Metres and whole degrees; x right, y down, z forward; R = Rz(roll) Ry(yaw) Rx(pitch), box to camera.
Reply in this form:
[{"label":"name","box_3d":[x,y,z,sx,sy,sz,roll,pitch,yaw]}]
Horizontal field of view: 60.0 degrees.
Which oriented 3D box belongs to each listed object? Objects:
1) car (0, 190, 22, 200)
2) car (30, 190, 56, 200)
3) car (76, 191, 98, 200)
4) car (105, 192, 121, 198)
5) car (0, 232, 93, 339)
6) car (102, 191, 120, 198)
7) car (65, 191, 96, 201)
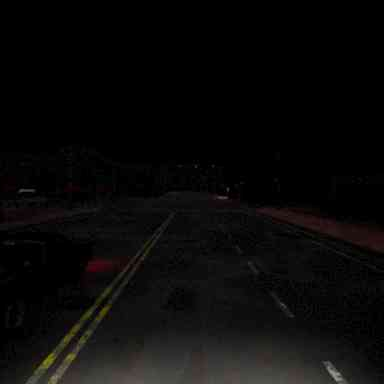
[{"label":"car","box_3d":[-38.880,0.934,70.339,3.806,1.475,1.970,0,0,0]},{"label":"car","box_3d":[-38.960,0.581,87.235,4.605,1.855,1.932,0,0,0]},{"label":"car","box_3d":[-21.415,0.712,67.621,3.866,1.878,1.905,0,0,0]},{"label":"car","box_3d":[-21.427,0.802,90.141,3.806,1.475,1.970,0,0,0]},{"label":"car","box_3d":[-3.566,1.556,6.613,1.895,1.301,4.718,0,0,0]},{"label":"car","box_3d":[-21.440,0.582,87.244,3.866,1.878,1.905,0,0,0]},{"label":"car","box_3d":[-21.471,0.728,64.727,4.605,1.855,1.932,0,0,0]}]
